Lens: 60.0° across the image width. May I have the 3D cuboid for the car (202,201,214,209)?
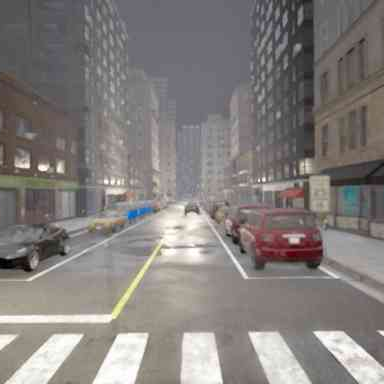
[{"bbox_3d":[2.862,2.359,61.877,2.008,1.369,4.403,-1,-1,0],"label":"car"}]

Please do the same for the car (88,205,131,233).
[{"bbox_3d":[-5.677,1.896,22.609,1.752,1.417,4.829,-1,-1,0],"label":"car"}]

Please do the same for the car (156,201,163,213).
[{"bbox_3d":[-5.681,1.982,45.124,2.192,1.841,5.009,-1,-1,0],"label":"car"}]

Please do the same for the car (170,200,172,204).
[{"bbox_3d":[-5.675,2.536,67.461,1.802,1.307,4.206,-1,-1,0],"label":"car"}]

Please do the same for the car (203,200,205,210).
[{"bbox_3d":[2.857,2.120,45.292,1.752,1.417,4.829,-1,-1,0],"label":"car"}]

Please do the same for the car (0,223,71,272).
[{"bbox_3d":[-5.677,1.789,11.608,1.947,1.339,4.313,-1,-1,0],"label":"car"}]

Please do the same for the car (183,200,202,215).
[{"bbox_3d":[0.000,2.069,41.041,1.837,1.490,4.892,0,-1,0],"label":"car"}]

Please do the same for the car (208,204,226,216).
[{"bbox_3d":[2.856,2.102,39.535,1.802,1.307,4.206,-1,-1,0],"label":"car"}]

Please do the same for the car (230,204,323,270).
[{"bbox_3d":[2.844,1.464,11.612,2.192,1.841,5.009,-1,-1,0],"label":"car"}]

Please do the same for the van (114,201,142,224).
[{"bbox_3d":[-5.681,1.788,28.367,1.690,1.788,3.998,-1,-1,0],"label":"van"}]

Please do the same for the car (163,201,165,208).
[{"bbox_3d":[-5.678,2.179,50.707,1.967,1.590,4.097,-1,-1,0],"label":"car"}]

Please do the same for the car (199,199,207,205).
[{"bbox_3d":[2.869,2.723,89.805,1.947,1.339,4.313,-1,-1,0],"label":"car"}]

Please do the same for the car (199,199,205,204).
[{"bbox_3d":[2.871,2.807,95.390,1.802,1.307,4.206,-1,-1,0],"label":"car"}]

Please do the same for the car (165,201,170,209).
[{"bbox_3d":[-5.678,2.323,61.878,1.967,1.590,4.097,-1,-1,0],"label":"car"}]

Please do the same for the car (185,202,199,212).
[{"bbox_3d":[0.000,2.247,51.462,2.033,1.411,5.357,0,-1,0],"label":"car"}]

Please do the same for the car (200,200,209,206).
[{"bbox_3d":[2.866,2.570,78.634,2.008,1.369,4.403,-1,-1,0],"label":"car"}]

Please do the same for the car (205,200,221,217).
[{"bbox_3d":[2.849,1.762,33.953,2.192,1.841,5.009,-1,-1,0],"label":"car"}]

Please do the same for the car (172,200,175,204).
[{"bbox_3d":[-5.675,2.844,95.388,1.887,1.381,4.507,-1,-1,0],"label":"car"}]

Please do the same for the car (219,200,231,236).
[{"bbox_3d":[2.845,1.539,17.198,2.192,1.841,5.009,-1,-1,0],"label":"car"}]

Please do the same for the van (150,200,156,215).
[{"bbox_3d":[-5.680,1.935,39.538,1.690,1.788,3.998,-1,-1,0],"label":"van"}]

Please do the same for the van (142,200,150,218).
[{"bbox_3d":[-5.681,1.862,33.953,1.690,1.788,3.998,-1,-1,0],"label":"van"}]

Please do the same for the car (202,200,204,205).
[{"bbox_3d":[2.859,2.231,50.706,1.947,1.339,4.313,-1,-1,0],"label":"car"}]

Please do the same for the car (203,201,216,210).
[{"bbox_3d":[2.860,2.303,56.292,1.947,1.339,4.313,-1,-1,0],"label":"car"}]

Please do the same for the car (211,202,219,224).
[{"bbox_3d":[2.852,1.901,28.535,1.752,1.417,4.829,-1,-1,0],"label":"car"}]

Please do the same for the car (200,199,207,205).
[{"bbox_3d":[2.867,2.616,84.389,1.752,1.417,4.829,-1,-1,0],"label":"car"}]
